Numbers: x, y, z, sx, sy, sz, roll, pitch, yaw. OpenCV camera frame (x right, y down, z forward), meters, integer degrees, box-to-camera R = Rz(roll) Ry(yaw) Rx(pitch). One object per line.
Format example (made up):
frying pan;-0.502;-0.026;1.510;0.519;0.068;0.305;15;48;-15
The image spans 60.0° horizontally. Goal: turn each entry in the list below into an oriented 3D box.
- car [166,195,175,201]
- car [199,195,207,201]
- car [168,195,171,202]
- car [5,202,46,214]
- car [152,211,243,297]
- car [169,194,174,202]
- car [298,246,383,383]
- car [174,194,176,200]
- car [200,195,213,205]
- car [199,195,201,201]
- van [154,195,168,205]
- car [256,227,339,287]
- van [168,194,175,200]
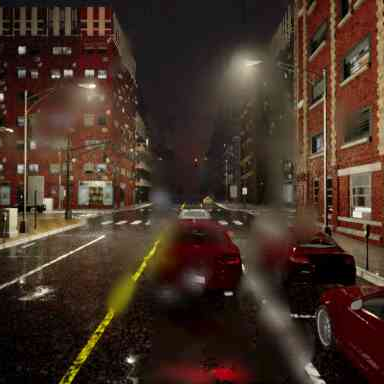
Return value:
car;-5.549;1.582;86.534;2.008;1.369;4.403;1;0;0
car;2.831;1.597;86.482;1.947;1.339;4.313;1;0;0
car;-5.583;1.602;63.925;1.802;1.307;4.206;1;0;0
car;-18.655;1.730;37.382;4.313;1.339;1.947;0;-1;0
car;0.111;1.480;8.649;1.882;1.535;5.008;0;0;0
car;-5.566;1.607;75.229;1.802;1.307;4.206;1;0;0
car;2.672;1.583;3.311;1.802;1.307;4.206;1;0;0
car;-5.557;1.553;80.712;1.752;1.417;4.829;1;0;0
car;2.789;1.543;58.391;1.752;1.417;4.829;1;0;0
car;2.823;1.572;80.831;1.887;1.381;4.507;1;0;0
van;-5.588;1.359;58.273;1.690;1.788;3.998;1;0;0
car;2.851;1.584;8.967;1.802;1.307;4.206;1;0;0
van;-5.537;1.376;92.186;1.690;1.788;3.998;1;0;0
